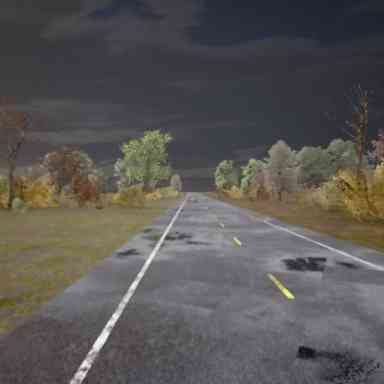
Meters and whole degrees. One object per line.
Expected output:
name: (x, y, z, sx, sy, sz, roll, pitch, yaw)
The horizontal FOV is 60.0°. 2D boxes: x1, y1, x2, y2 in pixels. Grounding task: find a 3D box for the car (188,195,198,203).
car: (0.137, 1.431, 64.976, 2.128, 1.511, 4.902, 0, 0, 0)
